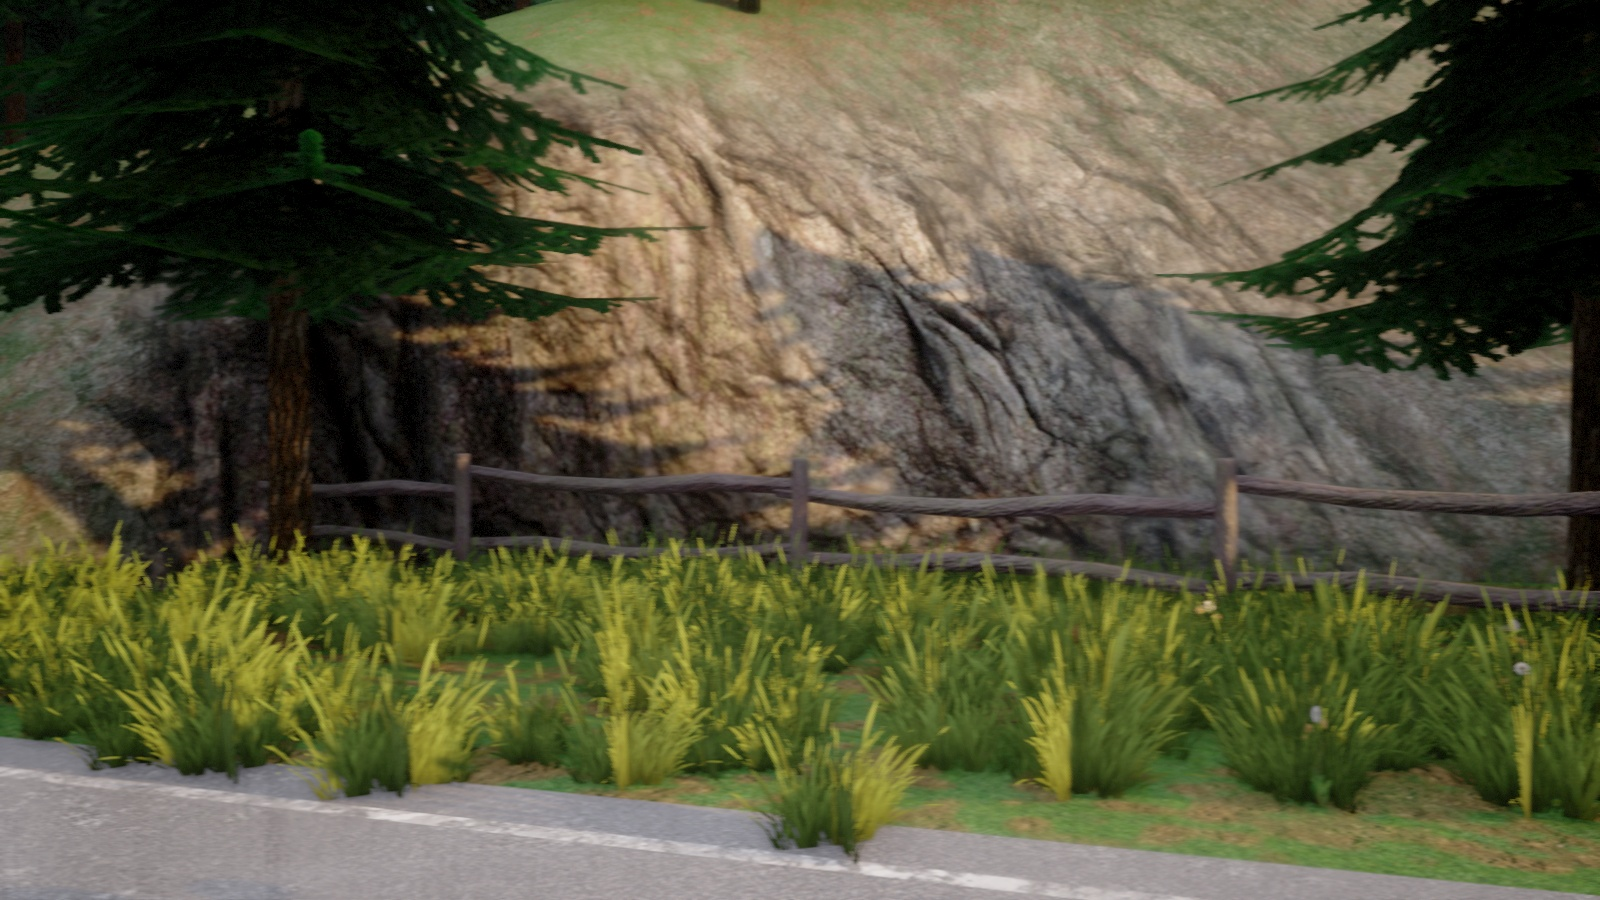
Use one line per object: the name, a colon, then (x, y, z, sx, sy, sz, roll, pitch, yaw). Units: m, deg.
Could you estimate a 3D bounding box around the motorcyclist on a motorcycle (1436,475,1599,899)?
motorcyclist on a motorcycle: (2.346, 0.837, 2.093, 2.191, 1.530, 0.866, 1, 1, 19)
